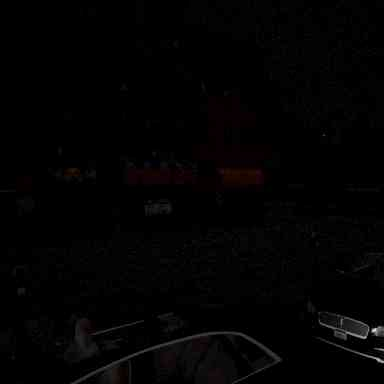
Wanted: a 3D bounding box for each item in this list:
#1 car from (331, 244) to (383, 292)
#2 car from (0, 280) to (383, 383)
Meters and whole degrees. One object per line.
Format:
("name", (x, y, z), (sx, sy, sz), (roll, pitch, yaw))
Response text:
("car", (3.628, 1.548, 5.430), (4.403, 1.369, 2.008), (0, -2, -36))
("car", (-0.805, 1.550, 2.261), (4.403, 1.369, 2.008), (0, -2, -36))
